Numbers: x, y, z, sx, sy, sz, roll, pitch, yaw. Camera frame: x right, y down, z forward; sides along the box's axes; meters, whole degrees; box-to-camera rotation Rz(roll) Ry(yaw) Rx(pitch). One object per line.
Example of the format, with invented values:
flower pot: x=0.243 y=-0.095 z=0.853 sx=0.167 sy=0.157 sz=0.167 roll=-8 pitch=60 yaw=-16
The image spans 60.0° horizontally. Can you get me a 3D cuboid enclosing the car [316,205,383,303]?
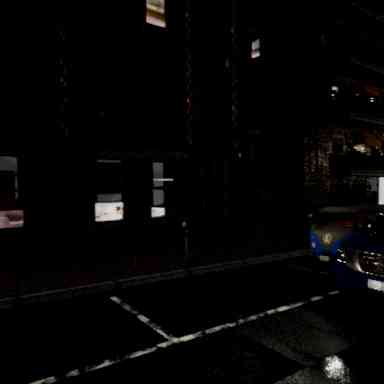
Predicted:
car: x=5.334 y=1.195 z=7.140 sx=5.566 sy=2.045 sz=2.150 roll=0 pitch=0 yaw=-35

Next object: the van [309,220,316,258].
van: x=5.348 y=1.298 z=10.345 sx=3.998 sy=1.788 sz=1.690 roll=0 pitch=-1 yaw=-35
